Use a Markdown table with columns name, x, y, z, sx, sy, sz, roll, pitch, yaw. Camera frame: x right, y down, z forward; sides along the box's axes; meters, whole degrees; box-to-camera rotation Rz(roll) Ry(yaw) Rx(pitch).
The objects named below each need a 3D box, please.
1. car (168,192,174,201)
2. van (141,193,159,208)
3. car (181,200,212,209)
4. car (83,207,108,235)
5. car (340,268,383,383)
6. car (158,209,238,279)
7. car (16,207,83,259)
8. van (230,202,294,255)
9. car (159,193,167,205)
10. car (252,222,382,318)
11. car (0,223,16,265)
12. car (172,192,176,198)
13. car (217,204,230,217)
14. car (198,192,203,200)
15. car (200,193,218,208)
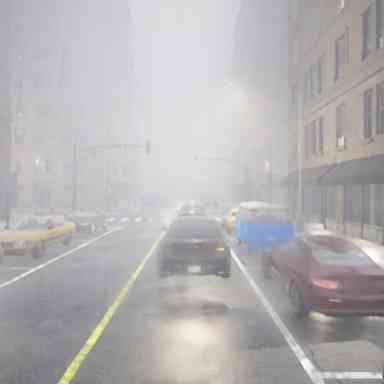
| name | x | y | z | sx | sy | sz | roll | pitch | yaw |
| --- | --- | --- | --- | --- | --- | --- | --- | --- | --- |
| car | -6.044 | 1.322 | 79.143 | 1.887 | 1.381 | 4.507 | 0 | 0 | 0 |
| van | -5.965 | 1.234 | 45.626 | 1.690 | 1.788 | 3.998 | 0 | 0 | 0 |
| car | 0.018 | 1.500 | 21.738 | 2.033 | 1.411 | 5.357 | 0 | 0 | 0 |
| car | -5.899 | 1.511 | 18.430 | 2.008 | 1.369 | 4.403 | 0 | 0 | 0 |
| car | 2.667 | 1.549 | 1.459 | 2.008 | 1.369 | 4.403 | 0 | 0 | 0 |
| car | 0.061 | 1.487 | 9.965 | 1.837 | 1.490 | 4.892 | 0 | 0 | 0 |
| car | -5.886 | 1.500 | 12.593 | 1.752 | 1.417 | 4.829 | 0 | 0 | 0 |
| van | 2.640 | 1.316 | 12.799 | 1.690 | 1.788 | 3.998 | 0 | 0 | 0 |
| car | -5.991 | 1.176 | 56.798 | 2.192 | 1.841 | 5.009 | 0 | 0 | 0 |
| car | 2.653 | 1.569 | 7.129 | 1.802 | 1.307 | 4.206 | 0 | 0 | 0 |
| car | -5.872 | 1.513 | 6.924 | 1.752 | 1.417 | 4.829 | 0 | 0 | 0 |
| car | -6.071 | 1.294 | 90.316 | 1.947 | 1.339 | 4.313 | 0 | 0 | 0 |
| car | 2.626 | 1.485 | 18.639 | 1.752 | 1.417 | 4.829 | 0 | 0 | 0 |
| car | 2.534 | 1.176 | 56.834 | 2.192 | 1.841 | 5.009 | 0 | 0 | 0 |
| car | 2.561 | 1.333 | 45.664 | 1.967 | 1.590 | 4.097 | 0 | 0 | 0 |
